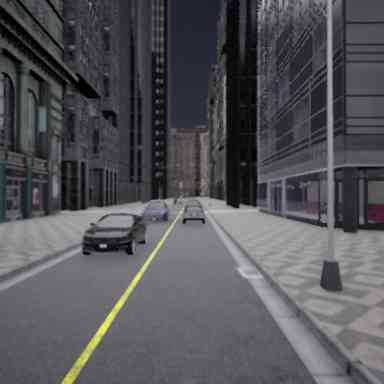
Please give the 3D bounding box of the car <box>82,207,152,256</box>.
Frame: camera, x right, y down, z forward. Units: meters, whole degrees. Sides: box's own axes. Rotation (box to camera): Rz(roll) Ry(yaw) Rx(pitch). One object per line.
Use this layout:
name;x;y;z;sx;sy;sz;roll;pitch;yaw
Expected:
car;-3.067;1.625;14.014;1.882;1.535;5.008;0;-1;0

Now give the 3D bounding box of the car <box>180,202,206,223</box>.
car;0.156;1.825;27.972;2.033;1.411;5.357;0;0;0

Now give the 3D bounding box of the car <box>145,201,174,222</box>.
car;-3.041;1.639;29.110;2.097;1.767;4.553;0;-1;1

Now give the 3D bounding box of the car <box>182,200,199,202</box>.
car;0.180;1.716;39.959;2.097;1.767;4.553;0;0;1

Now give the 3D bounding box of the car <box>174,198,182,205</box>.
car;-2.862;1.974;68.864;1.837;1.490;4.892;0;0;0
